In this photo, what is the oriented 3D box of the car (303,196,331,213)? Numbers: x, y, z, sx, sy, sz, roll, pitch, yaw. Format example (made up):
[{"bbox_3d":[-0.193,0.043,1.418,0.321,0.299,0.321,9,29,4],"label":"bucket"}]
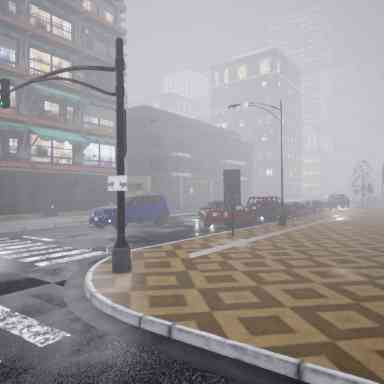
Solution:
[{"bbox_3d":[12.428,1.421,34.270,1.887,1.381,4.507,-1,0,36],"label":"car"}]

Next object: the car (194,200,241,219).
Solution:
[{"bbox_3d":[2.356,1.470,29.731,1.837,1.490,4.892,-1,0,37],"label":"car"}]

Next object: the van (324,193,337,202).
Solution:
[{"bbox_3d":[29.318,1.229,70.459,1.690,1.788,3.998,-1,0,36],"label":"van"}]

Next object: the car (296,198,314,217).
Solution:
[{"bbox_3d":[9.109,1.471,29.768,1.802,1.307,4.206,-1,0,36],"label":"car"}]

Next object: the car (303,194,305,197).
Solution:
[{"bbox_3d":[22.581,1.440,61.318,1.752,1.417,4.829,-1,0,36],"label":"car"}]

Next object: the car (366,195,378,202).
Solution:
[{"bbox_3d":[35.662,1.334,65.782,1.887,1.381,4.507,-1,0,36],"label":"car"}]

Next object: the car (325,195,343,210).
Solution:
[{"bbox_3d":[15.747,1.415,38.772,2.008,1.369,4.403,-1,0,36],"label":"car"}]

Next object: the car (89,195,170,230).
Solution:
[{"bbox_3d":[-3.823,1.209,21.321,2.150,2.045,5.566,-1,0,38],"label":"car"}]

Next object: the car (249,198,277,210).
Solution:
[{"bbox_3d":[9.304,1.489,43.311,1.752,1.417,4.829,-1,0,36],"label":"car"}]

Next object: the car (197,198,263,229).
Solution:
[{"bbox_3d":[2.470,1.353,20.765,1.967,1.590,4.097,-1,0,36],"label":"car"}]

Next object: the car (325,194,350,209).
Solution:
[{"bbox_3d":[19.064,1.167,43.274,2.192,1.841,5.009,-1,0,36],"label":"car"}]

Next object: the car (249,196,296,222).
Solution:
[{"bbox_3d":[5.787,1.216,25.268,2.192,1.841,5.009,-1,0,36],"label":"car"}]

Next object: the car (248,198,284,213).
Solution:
[{"bbox_3d":[8.583,1.490,38.164,2.033,1.411,5.357,-1,0,37],"label":"car"}]
